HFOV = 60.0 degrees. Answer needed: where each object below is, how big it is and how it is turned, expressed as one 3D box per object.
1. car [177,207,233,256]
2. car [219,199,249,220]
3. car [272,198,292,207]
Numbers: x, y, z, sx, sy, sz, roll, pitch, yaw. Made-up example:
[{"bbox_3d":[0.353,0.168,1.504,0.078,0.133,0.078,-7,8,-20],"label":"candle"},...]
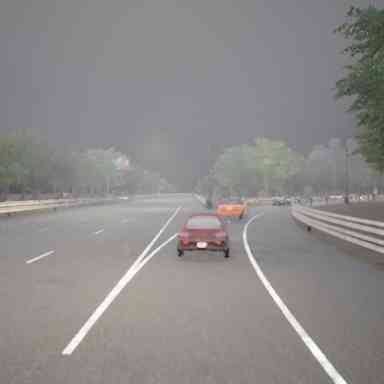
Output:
[{"bbox_3d":[0.535,1.530,12.997,1.812,1.442,4.674,0,0,5],"label":"car"},{"bbox_3d":[3.635,1.361,28.866,2.097,1.767,4.553,0,0,17],"label":"car"},{"bbox_3d":[14.014,1.599,51.320,1.895,1.301,4.718,0,0,34],"label":"car"}]
